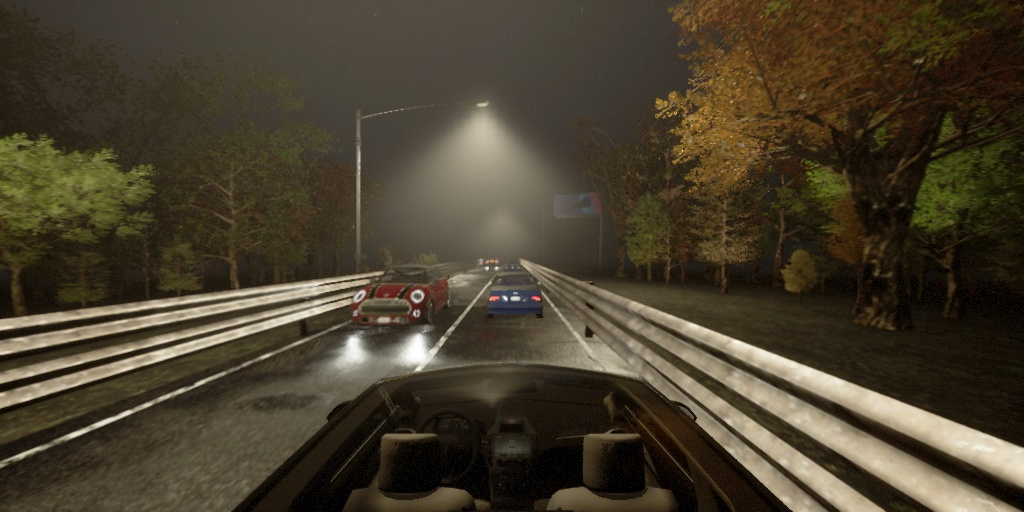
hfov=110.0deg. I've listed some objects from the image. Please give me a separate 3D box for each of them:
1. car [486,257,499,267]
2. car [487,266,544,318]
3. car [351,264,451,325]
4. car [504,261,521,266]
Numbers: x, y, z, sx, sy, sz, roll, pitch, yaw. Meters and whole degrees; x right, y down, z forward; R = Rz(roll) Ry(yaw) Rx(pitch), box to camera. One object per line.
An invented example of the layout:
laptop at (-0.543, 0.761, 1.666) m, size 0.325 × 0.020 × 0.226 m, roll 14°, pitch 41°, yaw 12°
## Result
car at (-3.323, 0.983, 61.021) m, size 2.097 × 1.767 × 4.553 m, roll 0°, pitch 0°, yaw 0°
car at (0.095, 1.276, 12.892) m, size 2.033 × 1.411 × 5.357 m, roll 0°, pitch 0°, yaw 0°
car at (-3.353, 1.082, 11.629) m, size 2.097 × 1.767 × 4.553 m, roll 0°, pitch 0°, yaw 0°
car at (0.068, 1.224, 38.741) m, size 2.033 × 1.411 × 5.357 m, roll 0°, pitch 0°, yaw 0°
